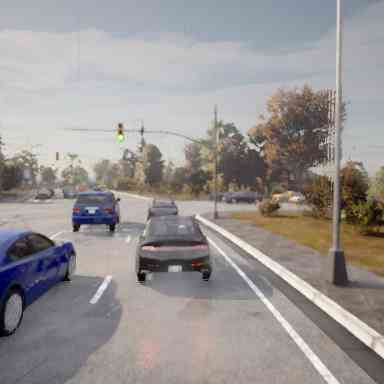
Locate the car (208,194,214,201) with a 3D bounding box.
[{"bbox_3d":[4.523,0.612,42.294,4.718,1.301,1.895,1,2,-18],"label":"car"}]

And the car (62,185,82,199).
[{"bbox_3d":[-17.765,0.155,48.741,2.128,1.511,4.902,-1,2,-21],"label":"car"}]

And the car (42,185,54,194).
[{"bbox_3d":[-27.877,-0.527,64.587,2.097,1.767,4.553,-1,2,-23],"label":"car"}]

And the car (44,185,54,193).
[{"bbox_3d":[-31.793,-0.689,74.019,1.837,1.490,4.892,-1,2,-23],"label":"car"}]

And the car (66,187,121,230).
[{"bbox_3d":[-5.341,0.950,18.965,2.150,2.045,5.566,0,2,-9],"label":"car"}]

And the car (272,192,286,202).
[{"bbox_3d":[13.348,0.674,45.339,5.008,1.535,1.882,2,1,-19],"label":"car"}]

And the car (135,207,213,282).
[{"bbox_3d":[-0.575,1.435,9.703,2.128,1.511,4.902,0,1,-5],"label":"car"}]

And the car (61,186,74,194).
[{"bbox_3d":[-25.096,-0.442,67.019,2.128,1.511,4.902,-1,2,-23],"label":"car"}]

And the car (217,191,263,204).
[{"bbox_3d":[5.918,0.638,39.051,4.892,1.490,1.837,1,2,-19],"label":"car"}]

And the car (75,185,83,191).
[{"bbox_3d":[-29.550,-1.172,86.903,1.812,1.442,4.674,-1,2,-22],"label":"car"}]

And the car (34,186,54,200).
[{"bbox_3d":[-20.583,0.279,46.284,1.812,1.442,4.674,-1,2,-21],"label":"car"}]

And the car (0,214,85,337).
[{"bbox_3d":[-3.820,1.466,6.604,1.882,1.535,5.008,0,0,-3],"label":"car"}]

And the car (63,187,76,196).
[{"bbox_3d":[-21.207,-0.143,57.496,1.837,1.490,4.892,-1,2,-22],"label":"car"}]

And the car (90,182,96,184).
[{"bbox_3d":[-26.323,-1.520,88.249,2.150,2.045,5.566,-1,2,-22],"label":"car"}]

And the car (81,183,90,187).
[{"bbox_3d":[-25.719,-0.960,77.637,2.097,1.767,4.553,-1,2,-23],"label":"car"}]

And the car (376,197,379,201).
[{"bbox_3d":[24.258,1.242,45.449,5.357,1.411,2.033,2,1,-20],"label":"car"}]

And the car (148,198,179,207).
[{"bbox_3d":[-1.849,1.125,21.602,2.128,1.511,4.902,0,2,-5],"label":"car"}]

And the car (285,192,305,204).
[{"bbox_3d":[14.634,0.920,42.085,4.718,1.301,1.895,2,1,-19],"label":"car"}]

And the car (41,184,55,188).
[{"bbox_3d":[-24.072,-0.344,55.230,2.150,2.045,5.566,-1,2,-21],"label":"car"}]

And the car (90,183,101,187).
[{"bbox_3d":[-22.510,-0.772,79.043,1.895,1.301,4.718,-1,2,-23],"label":"car"}]
